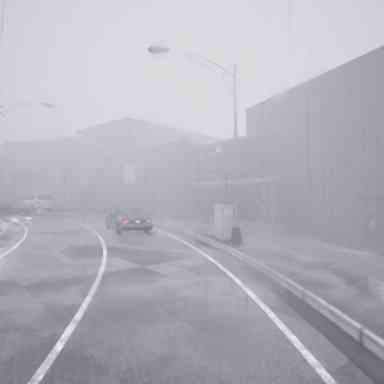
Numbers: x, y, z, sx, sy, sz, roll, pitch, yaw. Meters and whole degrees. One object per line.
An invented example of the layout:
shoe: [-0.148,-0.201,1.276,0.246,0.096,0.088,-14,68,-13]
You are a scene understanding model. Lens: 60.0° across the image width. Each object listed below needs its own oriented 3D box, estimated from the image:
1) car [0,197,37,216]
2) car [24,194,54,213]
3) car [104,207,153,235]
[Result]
car: [-17.258,1.513,31.925,5.357,1.411,2.033,0,0,42]
car: [-17.416,1.222,36.768,5.566,2.045,2.150,0,-1,38]
car: [-3.769,1.571,19.240,2.033,1.411,5.357,0,0,-24]
